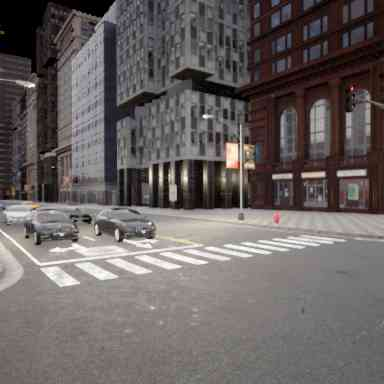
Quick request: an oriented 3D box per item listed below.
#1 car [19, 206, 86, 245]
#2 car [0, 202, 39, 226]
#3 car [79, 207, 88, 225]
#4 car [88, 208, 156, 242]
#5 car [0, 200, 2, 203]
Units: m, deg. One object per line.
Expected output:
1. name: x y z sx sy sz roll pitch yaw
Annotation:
1. car: -7.040 1.634 16.467 1.837 1.490 4.892 0 0 -35
2. car: -13.317 1.756 25.554 1.812 1.442 4.674 0 0 -35
3. car: -9.040 1.789 25.081 1.895 1.301 4.718 0 0 -35
4. car: -3.578 1.610 17.173 1.837 1.490 4.892 0 0 -35
5. car: -26.025 1.859 44.098 2.097 1.767 4.553 0 0 -34
